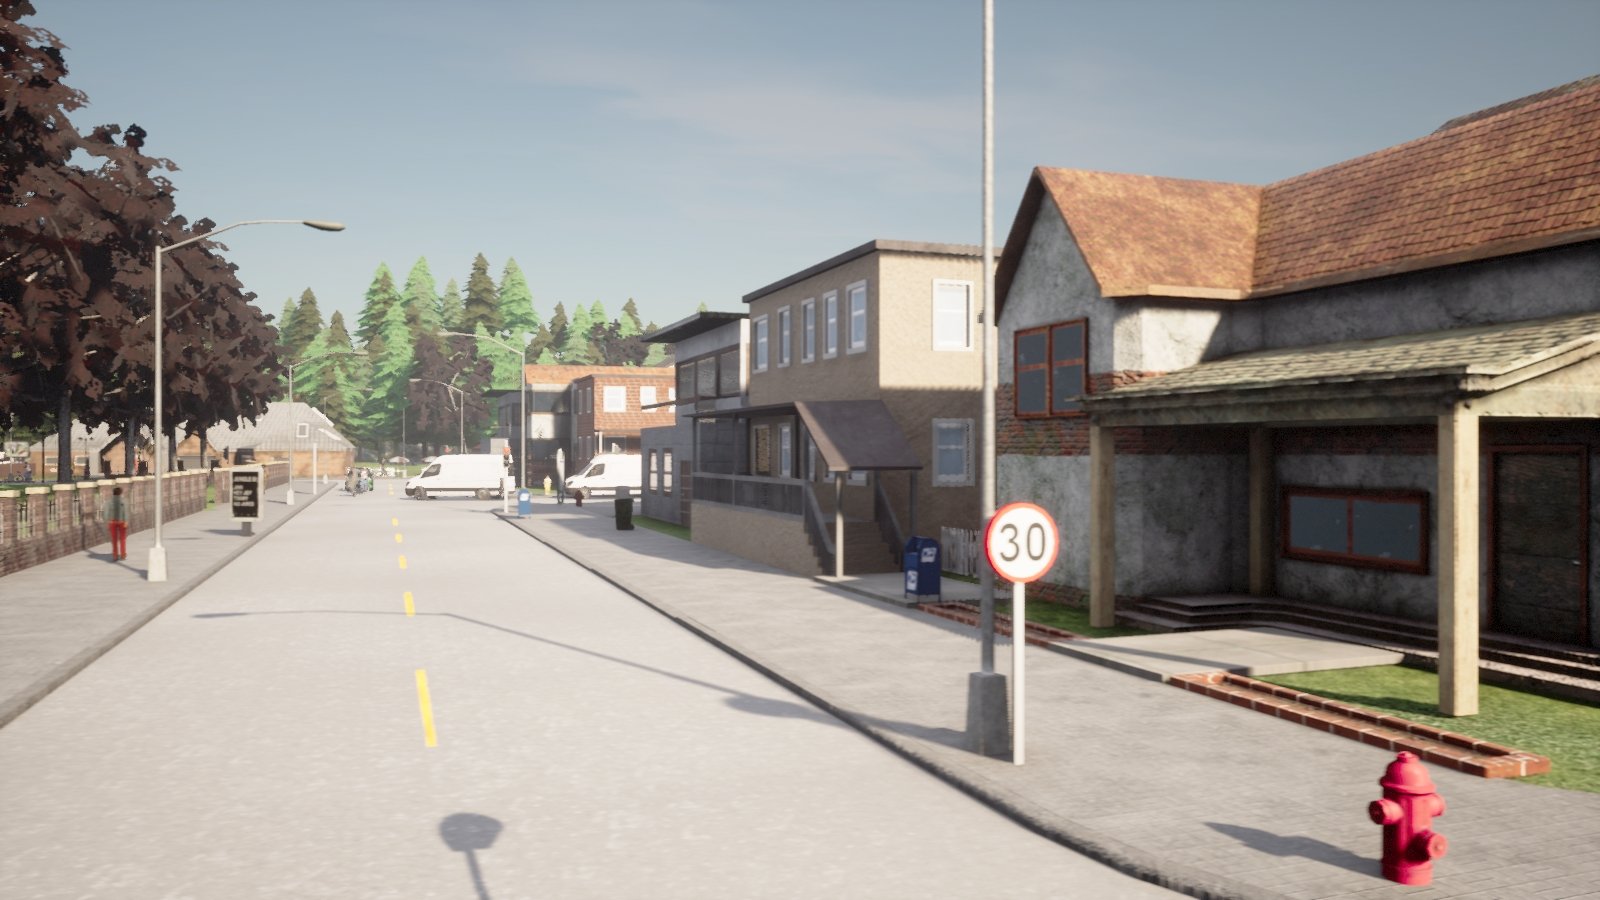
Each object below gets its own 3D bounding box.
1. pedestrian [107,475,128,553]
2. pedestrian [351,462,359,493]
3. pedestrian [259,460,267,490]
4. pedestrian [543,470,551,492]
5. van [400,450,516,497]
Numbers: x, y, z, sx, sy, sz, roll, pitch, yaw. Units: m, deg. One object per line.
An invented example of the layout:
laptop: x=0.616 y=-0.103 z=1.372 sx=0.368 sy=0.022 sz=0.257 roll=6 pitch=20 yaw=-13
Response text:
pedestrian: x=-16.383 y=1.525 z=27.429 sx=0.375 sy=1.860 sz=0.375 roll=0 pitch=0 yaw=-18
pedestrian: x=-26.448 y=1.629 z=67.908 sx=0.375 sy=1.860 sz=0.375 roll=0 pitch=0 yaw=-7
pedestrian: x=-32.672 y=1.525 z=69.511 sx=0.375 sy=1.860 sz=0.375 roll=0 pitch=0 yaw=-20
pedestrian: x=-14.776 y=1.796 z=66.828 sx=0.375 sy=1.300 sz=0.375 roll=0 pitch=0 yaw=-25
van: x=-19.098 y=1.314 z=64.003 sx=5.915 sy=2.561 sz=1.988 roll=0 pitch=0 yaw=6
